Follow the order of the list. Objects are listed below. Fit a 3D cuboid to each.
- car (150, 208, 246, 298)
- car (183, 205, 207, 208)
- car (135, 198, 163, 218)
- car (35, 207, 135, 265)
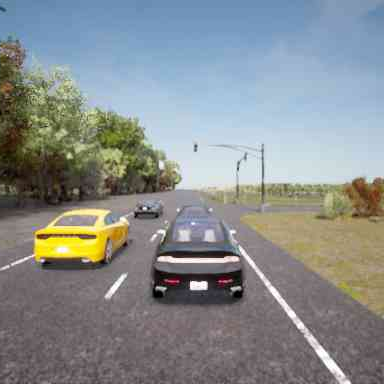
[{"bbox_3d":[0.118,1.380,8.178,2.128,1.511,4.902,0,1,0],"label":"car"},{"bbox_3d":[0.137,1.332,17.095,1.994,1.385,4.181,0,1,0],"label":"car"},{"bbox_3d":[-3.342,1.193,26.126,2.033,1.411,5.357,0,1,0],"label":"car"},{"bbox_3d":[-3.374,1.325,11.146,1.882,1.535,5.008,0,1,0],"label":"car"}]
